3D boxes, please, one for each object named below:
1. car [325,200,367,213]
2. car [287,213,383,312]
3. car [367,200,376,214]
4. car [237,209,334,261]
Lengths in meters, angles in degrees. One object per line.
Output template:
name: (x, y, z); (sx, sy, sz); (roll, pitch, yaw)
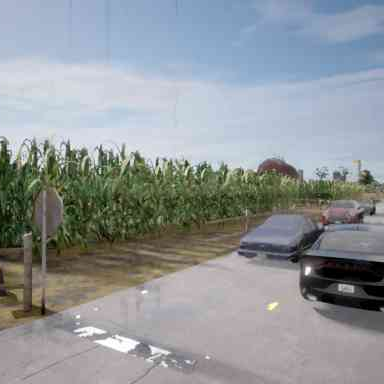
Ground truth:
car: (10.399, 1.368, 22.810); (2.097, 1.767, 4.553); (0, 0, 33)
car: (3.962, 1.480, 7.710); (1.882, 1.535, 5.008); (0, 0, 33)
car: (16.891, 1.513, 32.714); (2.128, 1.511, 4.902); (0, 0, 33)
car: (3.562, 1.561, 12.315); (2.033, 1.411, 5.357); (0, 0, 33)
